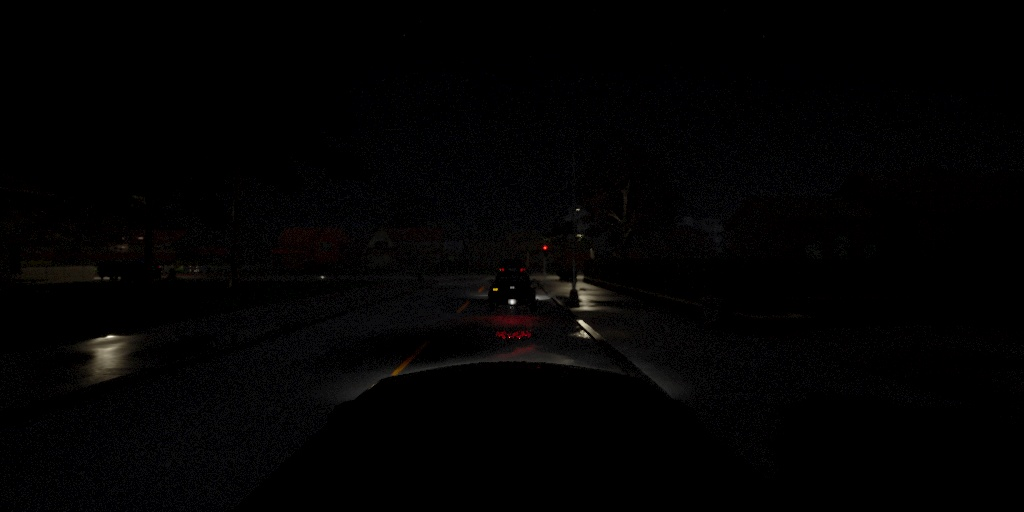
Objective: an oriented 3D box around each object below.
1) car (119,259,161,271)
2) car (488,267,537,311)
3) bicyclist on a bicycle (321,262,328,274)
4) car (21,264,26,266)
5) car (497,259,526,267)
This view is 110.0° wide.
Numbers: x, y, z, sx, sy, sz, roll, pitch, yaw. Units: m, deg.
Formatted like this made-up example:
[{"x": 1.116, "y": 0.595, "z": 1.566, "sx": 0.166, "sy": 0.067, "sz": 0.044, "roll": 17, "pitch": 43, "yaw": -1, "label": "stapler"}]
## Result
[{"x": -44.367, "y": 1.399, "z": 41.817, "sx": 5.566, "sy": 2.045, "sz": 2.150, "roll": 0, "pitch": -1, "yaw": 0, "label": "car"}, {"x": 0.025, "y": 1.400, "z": 15.339, "sx": 1.837, "sy": 1.490, "sz": 4.892, "roll": 0, "pitch": 0, "yaw": 0, "label": "car"}, {"x": -24.141, "y": 1.566, "z": 46.121, "sx": 0.582, "sy": 1.620, "sz": 1.656, "roll": 0, "pitch": 0, "yaw": 0, "label": "bicyclist on a bicycle"}, {"x": -51.614, "y": 1.733, "z": 37.786, "sx": 4.718, "sy": 1.301, "sz": 1.895, "roll": 0, "pitch": -1, "yaw": 0, "label": "car"}, {"x": -0.011, "y": 1.266, "z": 29.430, "sx": 2.150, "sy": 2.045, "sz": 5.566, "roll": 0, "pitch": 0, "yaw": -1, "label": "car"}]
